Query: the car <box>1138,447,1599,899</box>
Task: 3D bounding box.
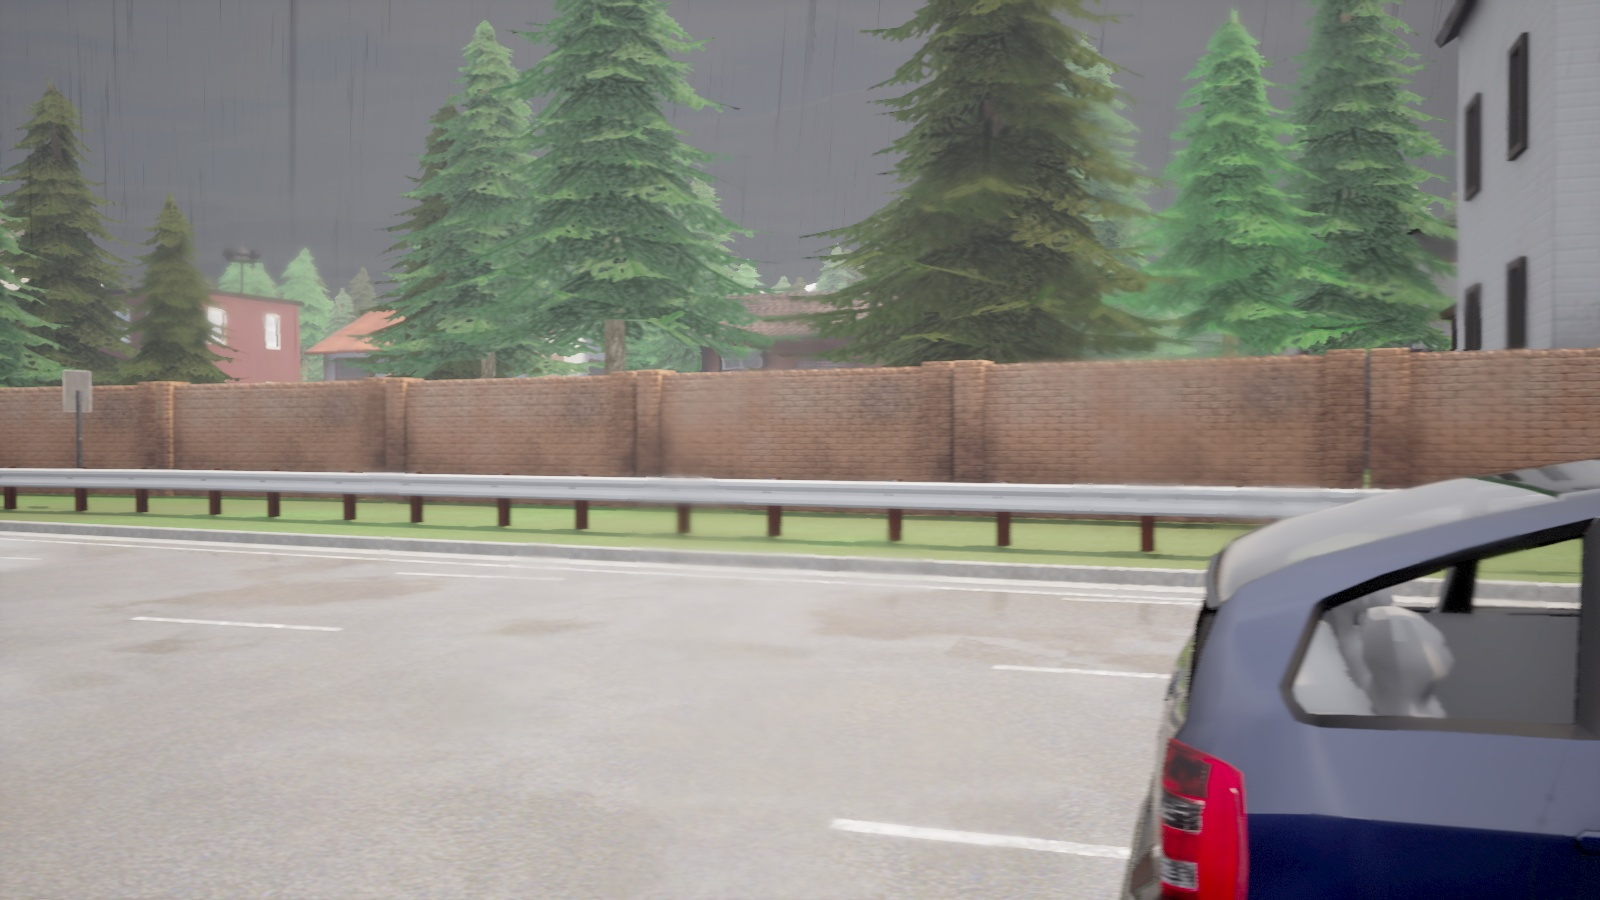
[{"bbox_3d":[2.597,0.780,2.319,3.705,1.549,1.789,0,1,19],"label":"car"}]
